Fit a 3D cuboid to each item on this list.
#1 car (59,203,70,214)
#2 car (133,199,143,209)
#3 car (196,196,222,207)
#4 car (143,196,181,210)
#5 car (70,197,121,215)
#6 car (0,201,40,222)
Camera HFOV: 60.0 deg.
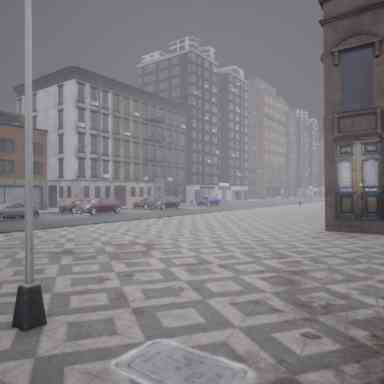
[{"bbox_3d":[-11.717,1.472,35.535,1.882,1.535,5.008,-1,0,35],"label":"car"},{"bbox_3d":[-5.662,1.450,44.057,1.882,1.535,5.008,-1,0,36],"label":"car"},{"bbox_3d":[2.577,1.404,49.987,1.882,1.535,5.008,-1,0,36],"label":"car"},{"bbox_3d":[-3.424,1.300,41.599,2.097,1.767,4.553,-1,0,35],"label":"car"},{"bbox_3d":[-9.337,1.321,33.279,2.097,1.767,4.553,-1,0,35],"label":"car"},{"bbox_3d":[-14.324,1.550,26.246,1.994,1.385,4.181,-1,0,35],"label":"car"}]
